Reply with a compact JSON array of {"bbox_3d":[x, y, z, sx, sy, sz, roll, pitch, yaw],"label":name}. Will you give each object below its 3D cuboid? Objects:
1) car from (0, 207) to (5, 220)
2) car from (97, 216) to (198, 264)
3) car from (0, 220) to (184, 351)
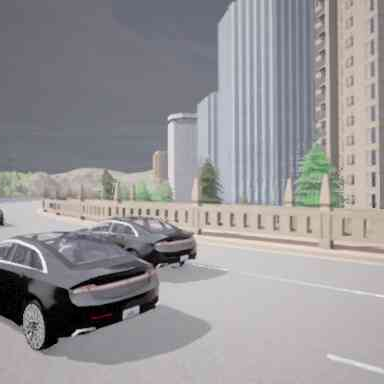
[{"bbox_3d":[-14.536,1.524,23.478,2.128,1.511,4.902,0,0,-38],"label":"car"},{"bbox_3d":[-2.058,1.509,10.225,4.902,1.511,2.128,0,0,40],"label":"car"},{"bbox_3d":[-2.749,1.500,6.263,4.902,1.511,2.128,0,0,39],"label":"car"}]
